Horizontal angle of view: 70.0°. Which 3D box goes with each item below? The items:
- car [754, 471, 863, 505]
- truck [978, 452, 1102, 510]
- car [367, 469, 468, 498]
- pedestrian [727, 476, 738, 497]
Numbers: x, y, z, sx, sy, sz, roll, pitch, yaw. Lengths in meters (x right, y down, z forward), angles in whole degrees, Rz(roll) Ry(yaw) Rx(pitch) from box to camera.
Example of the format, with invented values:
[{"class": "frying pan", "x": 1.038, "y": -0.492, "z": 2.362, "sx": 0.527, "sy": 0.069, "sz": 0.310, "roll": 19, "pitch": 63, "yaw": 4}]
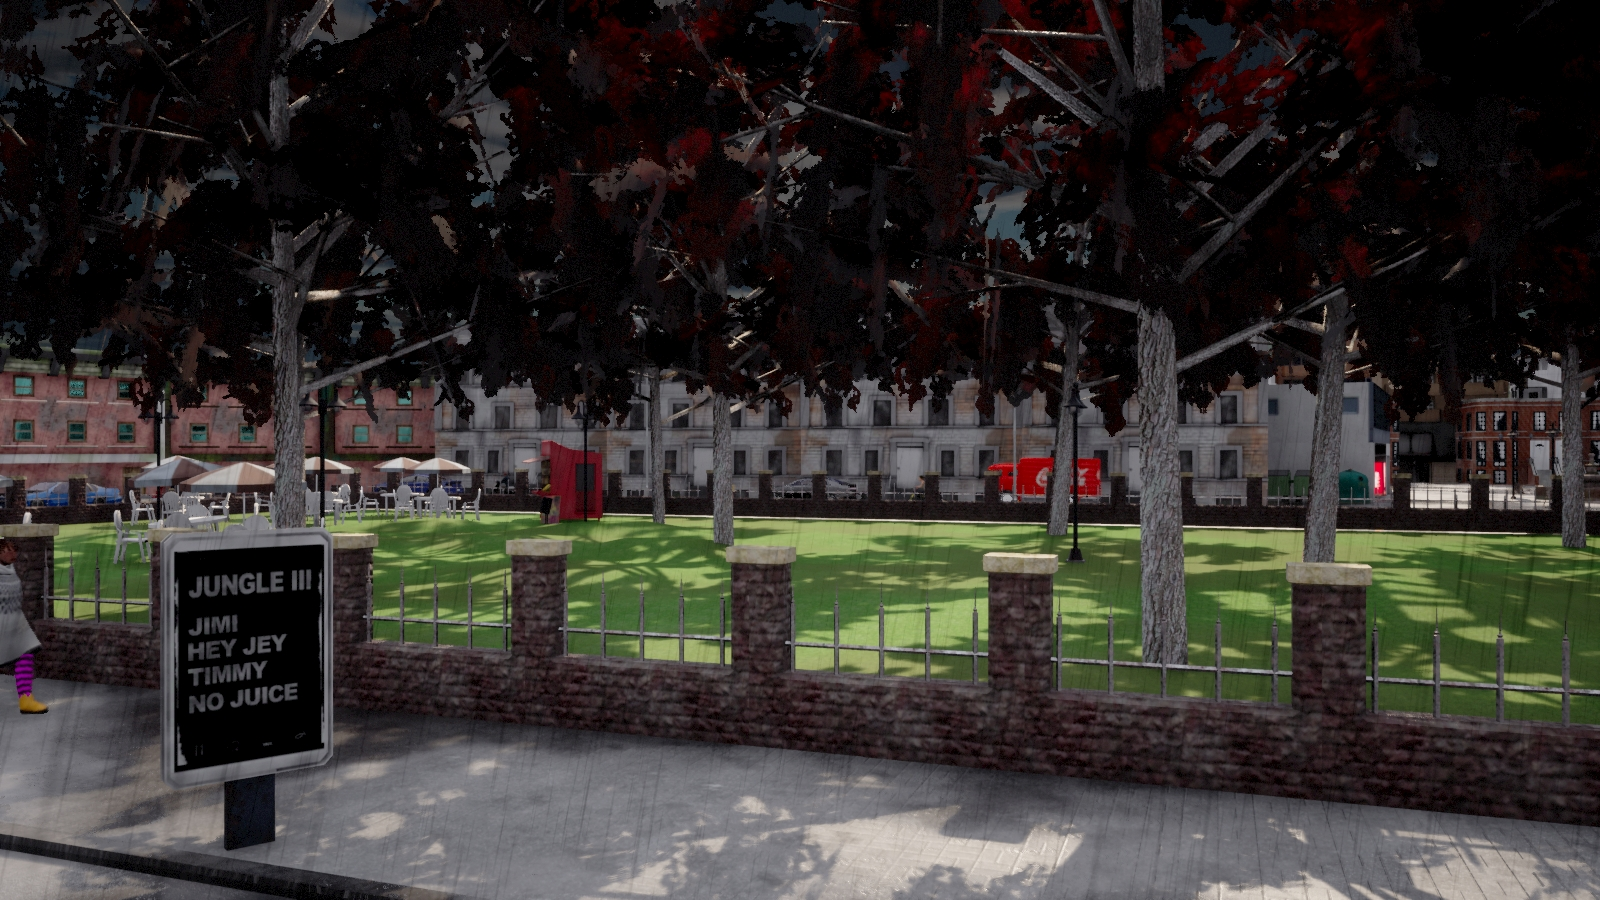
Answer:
[{"class": "car", "x": 0.416, "y": 1.836, "z": 56.091, "sx": 4.902, "sy": 1.511, "sz": 2.128, "roll": 0, "pitch": 0, "yaw": 20}, {"class": "truck", "x": 11.002, "y": 1.361, "z": 52.261, "sx": 5.204, "sy": 2.467, "sz": 2.627, "roll": 1, "pitch": 0, "yaw": 20}, {"class": "car", "x": -21.292, "y": 1.832, "z": 63.656, "sx": 5.006, "sy": 1.535, "sz": 2.097, "roll": 0, "pitch": 0, "yaw": 13}, {"class": "pedestrian", "x": -3.601, "y": 1.914, "z": 60.579, "sx": 0.500, "sy": 1.100, "sz": 0.500, "roll": 0, "pitch": 0, "yaw": 7}]
